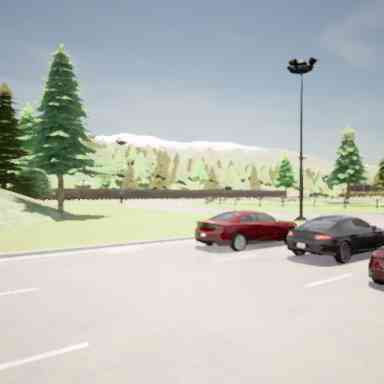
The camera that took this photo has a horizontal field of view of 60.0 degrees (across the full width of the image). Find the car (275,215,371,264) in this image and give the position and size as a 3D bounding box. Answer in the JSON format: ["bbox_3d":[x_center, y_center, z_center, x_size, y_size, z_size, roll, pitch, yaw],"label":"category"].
[{"bbox_3d":[5.345,1.544,11.886,4.674,1.442,1.812,0,0,-35],"label":"car"}]

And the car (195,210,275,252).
[{"bbox_3d":[2.456,1.494,14.135,5.008,1.535,1.882,0,0,-35],"label":"car"}]

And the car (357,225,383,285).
[{"bbox_3d":[6.267,1.580,8.263,4.181,1.385,1.994,0,0,-34],"label":"car"}]
